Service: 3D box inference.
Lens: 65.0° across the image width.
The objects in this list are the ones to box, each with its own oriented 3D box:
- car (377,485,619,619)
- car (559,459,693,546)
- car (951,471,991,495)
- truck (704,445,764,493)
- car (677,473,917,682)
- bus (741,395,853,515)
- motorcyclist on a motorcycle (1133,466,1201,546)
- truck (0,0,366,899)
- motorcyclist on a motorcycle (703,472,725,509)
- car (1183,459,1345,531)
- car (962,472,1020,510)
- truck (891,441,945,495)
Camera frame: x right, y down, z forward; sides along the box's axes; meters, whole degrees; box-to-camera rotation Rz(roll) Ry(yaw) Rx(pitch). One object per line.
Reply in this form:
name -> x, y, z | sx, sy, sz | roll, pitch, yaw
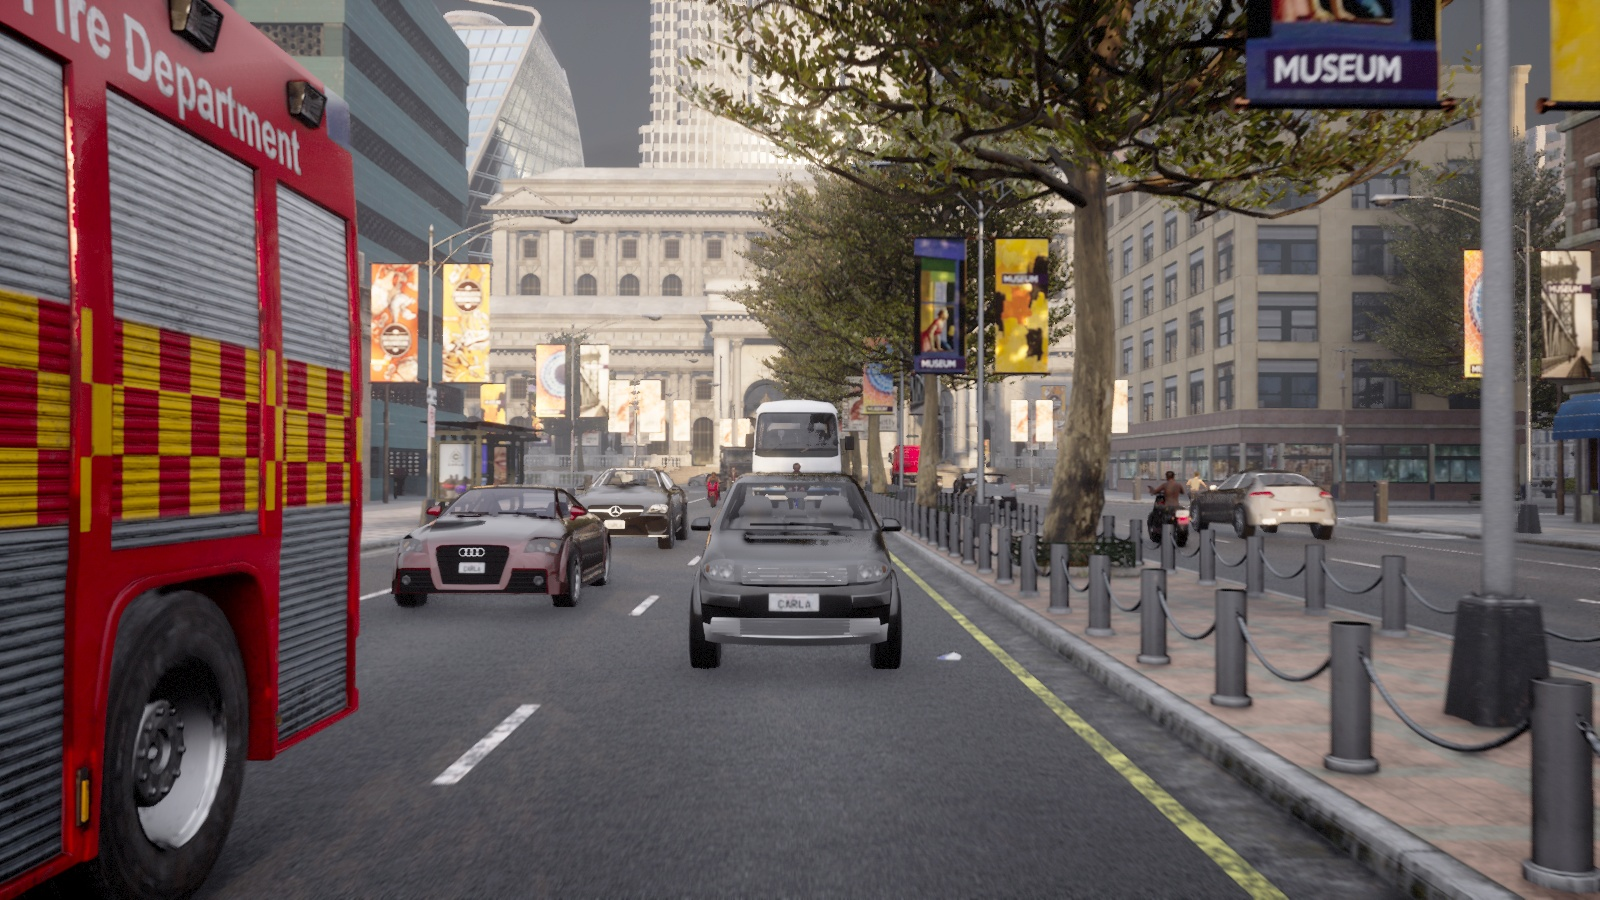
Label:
car -> -3.538, 1.153, 15.552 | 1.994, 1.385, 4.181 | 0, -1, 0
car -> -3.566, 1.054, 26.687 | 2.152, 1.651, 5.027 | 0, -1, 0
car -> 11.251, 2.135, 82.874 | 1.882, 1.535, 5.008 | 0, -1, 0
truck -> -5.012, 1.433, 94.371 | 2.891, 3.462, 7.936 | 0, -1, -15
car -> -0.027, 0.981, 11.218 | 1.789, 1.549, 3.705 | 0, -1, 0
bus -> -0.126, 0.269, 49.604 | 3.944, 4.253, 10.273 | 0, -1, 0
motorcyclist on a motorcycle -> 7.934, 1.190, 27.256 | 0.766, 1.649, 2.350 | 0, -1, 0
truck -> -3.509, -0.307, 1.749 | 2.891, 3.827, 8.468 | 0, -1, 0
motorcyclist on a motorcycle -> -3.628, 1.698, 52.964 | 0.797, 1.523, 2.044 | 0, -1, 0
car -> 11.423, 1.072, 31.340 | 2.152, 1.651, 5.027 | 0, -1, 0
car -> 7.874, 1.669, 52.092 | 1.845, 1.501, 3.633 | 0, -1, 0
truck -> 7.768, 1.203, 83.743 | 2.891, 3.462, 7.936 | 0, -1, 0
